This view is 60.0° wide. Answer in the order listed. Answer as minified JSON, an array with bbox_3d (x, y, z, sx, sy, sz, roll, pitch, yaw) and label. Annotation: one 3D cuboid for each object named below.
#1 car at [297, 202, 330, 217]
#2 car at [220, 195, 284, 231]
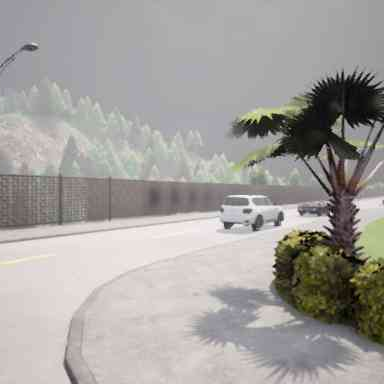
[{"bbox_3d":[11.686,1.593,31.664,1.895,1.301,4.718,0,0,36],"label":"car"},{"bbox_3d":[3.834,1.212,20.711,2.150,2.045,5.566,0,0,36],"label":"car"}]
